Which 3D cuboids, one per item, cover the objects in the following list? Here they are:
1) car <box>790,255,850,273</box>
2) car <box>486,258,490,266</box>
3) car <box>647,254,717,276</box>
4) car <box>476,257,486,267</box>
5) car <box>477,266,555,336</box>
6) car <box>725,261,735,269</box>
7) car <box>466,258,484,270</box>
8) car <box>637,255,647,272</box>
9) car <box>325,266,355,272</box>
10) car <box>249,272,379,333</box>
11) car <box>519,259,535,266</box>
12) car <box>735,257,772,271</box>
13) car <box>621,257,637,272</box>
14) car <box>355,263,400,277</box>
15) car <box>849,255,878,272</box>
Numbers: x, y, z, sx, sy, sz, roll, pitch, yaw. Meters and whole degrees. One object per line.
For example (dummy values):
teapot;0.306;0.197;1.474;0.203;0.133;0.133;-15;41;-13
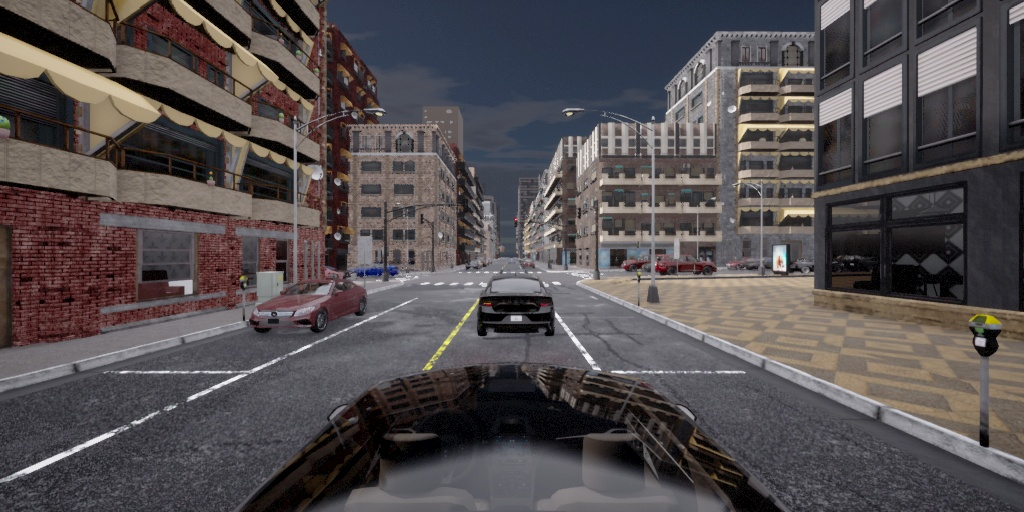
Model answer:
car;25.793;0.822;30.814;4.313;1.339;1.948;0;0;-1
car;-5.712;1.086;64.115;2.192;1.841;5.009;0;0;0
car;14.699;0.778;30.713;5.009;1.841;2.192;0;0;-1
car;-5.711;1.293;58.262;1.751;1.417;4.829;0;0;0
car;0.096;1.227;10.388;1.882;1.535;5.008;0;0;0
car;25.653;0.824;39.194;4.207;1.307;1.802;0;0;-1
car;-5.708;1.330;52.750;1.948;1.339;4.313;0;0;0
car;15.722;0.938;36.514;4.892;1.490;1.837;-1;0;-1
car;-17.188;1.610;33.010;4.181;1.385;1.994;-1;0;-1
car;-5.744;1.332;10.726;1.802;1.307;4.207;0;0;0
car;2.670;1.207;58.437;1.967;1.591;4.097;0;0;0
car;26.380;0.781;36.609;5.357;1.411;2.033;-1;0;0
car;14.562;0.764;39.093;5.009;1.841;2.192;0;0;-1
car;-13.928;1.458;36.243;5.008;1.535;1.882;-1;0;-1
car;31.340;0.717;30.865;4.313;1.339;1.948;0;0;-1
